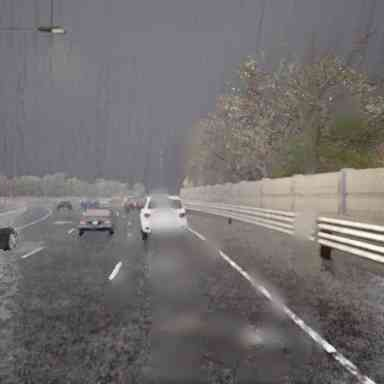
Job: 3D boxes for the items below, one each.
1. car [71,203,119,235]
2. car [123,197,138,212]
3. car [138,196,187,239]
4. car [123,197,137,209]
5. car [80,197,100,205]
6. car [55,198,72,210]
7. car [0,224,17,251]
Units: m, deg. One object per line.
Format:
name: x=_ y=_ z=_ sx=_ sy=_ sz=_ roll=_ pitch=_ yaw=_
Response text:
car: x=-5.283 y=1.588 z=19.102 sx=2.033 sy=1.411 sz=5.357 roll=0 pitch=0 yaw=-10
car: x=-6.841 y=1.408 z=39.211 sx=2.097 sy=1.767 sz=4.553 roll=0 pitch=0 yaw=-15
car: x=-1.610 y=1.237 z=17.593 sx=2.150 sy=2.045 sz=5.566 roll=0 pitch=0 yaw=-9
car: x=-9.200 y=1.553 z=49.110 sx=1.882 sy=1.535 sz=5.008 roll=0 pitch=0 yaw=-11
car: x=-14.573 y=1.461 z=47.454 sx=2.097 sy=1.767 sz=4.553 roll=0 pitch=0 yaw=-27
car: x=-17.900 y=1.638 z=46.288 sx=1.837 sy=1.490 sz=4.892 roll=0 pitch=1 yaw=-27
car: x=-7.756 y=1.559 z=11.425 sx=1.837 sy=1.490 sz=4.892 roll=0 pitch=0 yaw=-7
